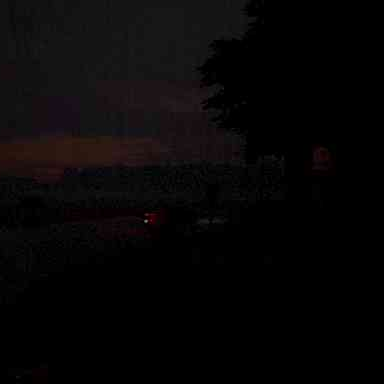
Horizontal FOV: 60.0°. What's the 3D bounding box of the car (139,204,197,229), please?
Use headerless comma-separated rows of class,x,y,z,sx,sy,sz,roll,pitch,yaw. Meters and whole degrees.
car,-1.517,1.617,22.969,2.128,1.511,4.902,2,1,35

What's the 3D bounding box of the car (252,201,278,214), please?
car,8.491,1.722,38.205,1.994,1.385,4.181,2,1,32
